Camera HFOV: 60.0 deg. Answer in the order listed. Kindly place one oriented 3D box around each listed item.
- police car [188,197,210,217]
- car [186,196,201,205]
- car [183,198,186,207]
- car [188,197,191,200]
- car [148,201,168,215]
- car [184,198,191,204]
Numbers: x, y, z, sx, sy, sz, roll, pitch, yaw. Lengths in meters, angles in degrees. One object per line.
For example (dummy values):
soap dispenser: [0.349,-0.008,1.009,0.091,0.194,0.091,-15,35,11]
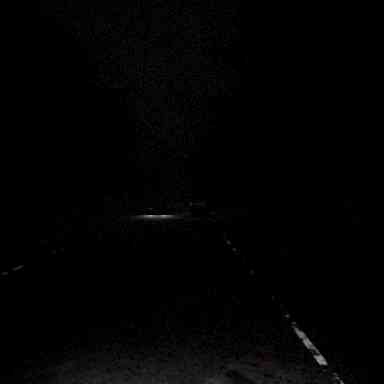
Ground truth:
police car: [0.832,1.670,34.217,1.930,1.638,5.238,0,-1,-1]
car: [0.571,1.643,50.164,2.150,2.045,5.566,-1,-1,-1]
car: [-0.799,2.172,67.544,2.128,1.511,4.902,0,-1,-1]
car: [0.678,1.805,44.309,1.801,1.575,5.366,-1,0,-1]
car: [-3.867,1.792,38.260,1.837,1.490,4.892,0,-1,-1]
car: [-1.254,2.360,85.048,1.812,1.442,4.674,0,-1,-2]
